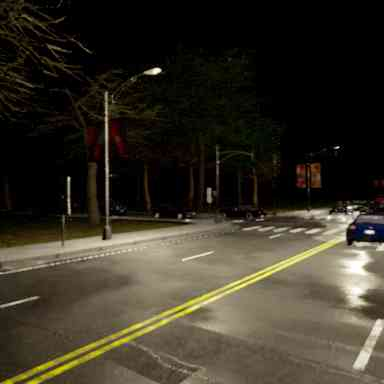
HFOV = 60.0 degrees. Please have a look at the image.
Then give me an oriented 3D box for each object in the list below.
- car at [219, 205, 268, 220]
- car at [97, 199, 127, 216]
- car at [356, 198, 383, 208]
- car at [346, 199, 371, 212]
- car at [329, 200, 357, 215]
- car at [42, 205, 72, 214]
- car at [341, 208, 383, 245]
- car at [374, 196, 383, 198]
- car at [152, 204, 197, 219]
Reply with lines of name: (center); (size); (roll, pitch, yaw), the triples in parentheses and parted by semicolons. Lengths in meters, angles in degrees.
car: (4.694, 1.935, 31.813); (4.718, 1.301, 1.895); (-1, -1, 39)
car: (-10.150, 1.834, 39.361); (5.566, 2.045, 2.150); (-1, -1, 37)
car: (18.850, 1.689, 34.540); (1.837, 1.490, 4.892); (-1, -1, 37)
car: (22.440, 1.758, 44.629); (2.128, 1.511, 4.902); (-1, -1, 37)
car: (16.735, 1.751, 37.129); (1.837, 1.490, 4.892); (-1, -1, 37)
car: (-18.650, 2.407, 45.843); (4.718, 1.301, 1.895); (-1, -1, 37)
car: (8.484, 1.647, 15.547); (1.994, 1.385, 4.181); (-1, -1, 33)
car: (28.643, 1.838, 52.698); (2.033, 1.411, 5.357); (-1, -1, 38)
car: (-1.793, 1.932, 32.991); (4.892, 1.490, 1.837); (-1, -1, 36)
